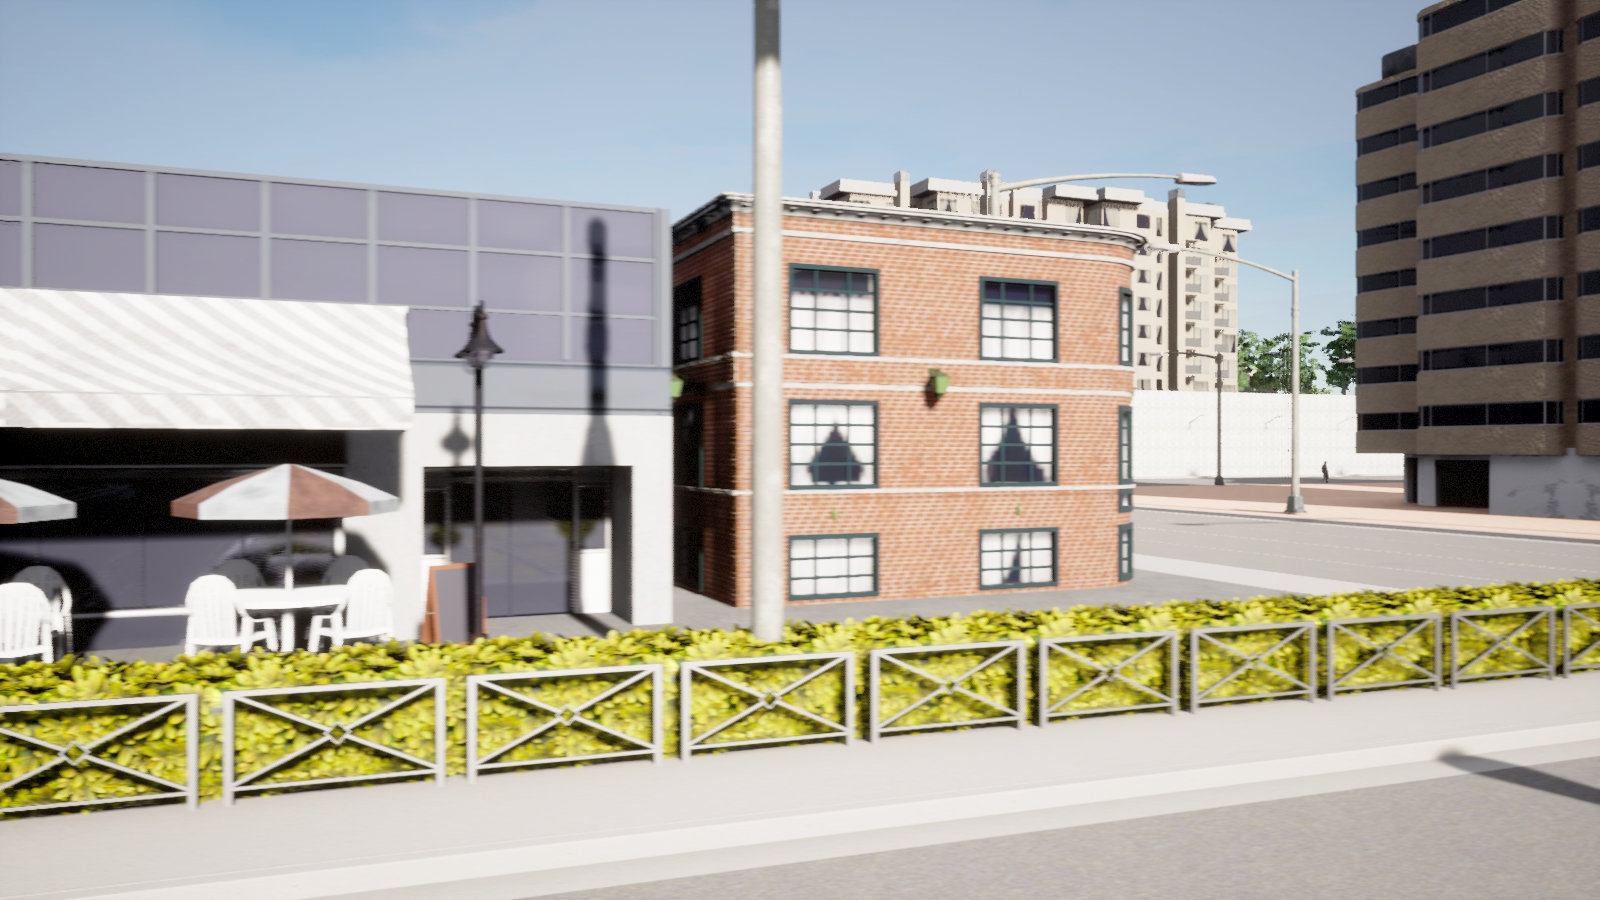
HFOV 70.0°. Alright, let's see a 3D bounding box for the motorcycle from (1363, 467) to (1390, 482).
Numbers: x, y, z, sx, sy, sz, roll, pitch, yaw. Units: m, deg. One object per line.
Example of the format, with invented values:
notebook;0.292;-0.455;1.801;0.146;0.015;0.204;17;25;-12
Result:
motorcycle;50.960;2.170;100.988;2.356;1.277;0.764;0;0;-21
